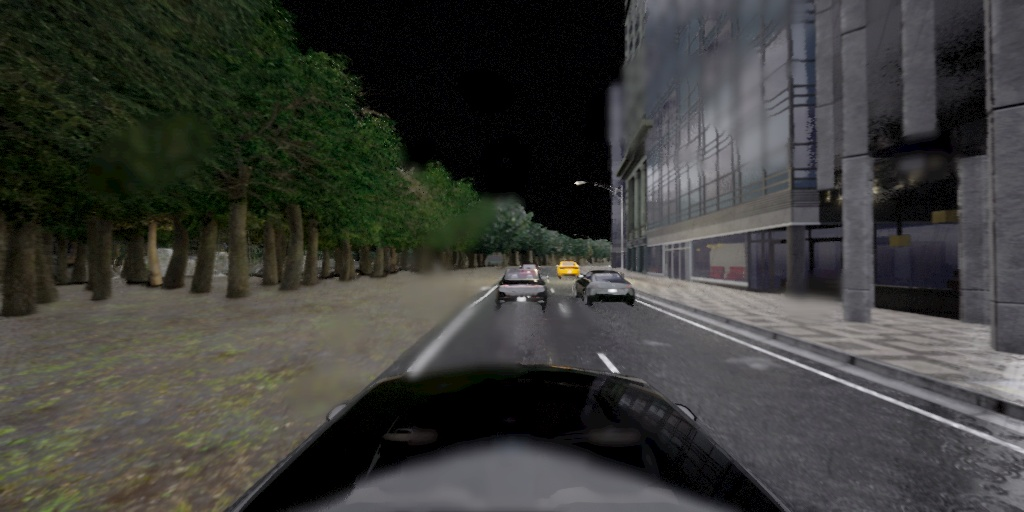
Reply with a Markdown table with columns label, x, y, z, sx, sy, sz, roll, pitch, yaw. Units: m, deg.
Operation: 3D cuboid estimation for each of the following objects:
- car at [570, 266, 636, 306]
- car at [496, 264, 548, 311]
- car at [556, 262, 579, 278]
| label | x | y | z | sx | sy | sz | roll | pitch | yaw |
| --- | --- | --- | --- | --- | --- | --- | --- | --- | --- |
| car | 3.979 | 1.313 | 15.903 | 1.994 | 1.385 | 4.181 | 0 | 0 | 2 |
| car | 0.413 | 1.238 | 14.424 | 2.128 | 1.511 | 4.902 | 0 | 0 | 2 |
| car | 5.255 | 1.262 | 33.746 | 1.882 | 1.535 | 5.008 | 0 | 0 | 6 |
